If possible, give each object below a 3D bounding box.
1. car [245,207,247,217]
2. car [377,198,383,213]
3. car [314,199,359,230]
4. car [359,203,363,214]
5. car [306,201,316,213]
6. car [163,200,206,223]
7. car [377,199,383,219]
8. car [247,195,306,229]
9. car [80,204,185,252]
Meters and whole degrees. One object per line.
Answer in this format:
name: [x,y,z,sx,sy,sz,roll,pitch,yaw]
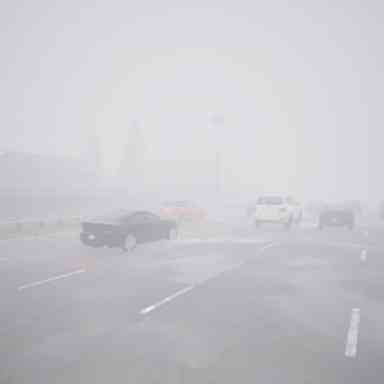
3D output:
car: [6.300,1.530,30.365,1.812,1.442,4.674,0,0,28]
car: [22.080,1.495,37.462,2.128,1.511,4.902,0,0,28]
car: [9.398,1.480,21.385,1.882,1.535,5.008,0,0,28]
car: [17.002,1.508,35.434,1.837,1.490,4.892,0,0,28]
car: [13.871,1.605,36.998,1.895,1.301,4.718,0,0,28]
car: [-0.683,1.356,24.820,2.097,1.767,4.553,0,0,28]
car: [17.287,1.567,28.607,1.994,1.385,4.181,0,0,28]
car: [5.762,1.222,22.020,2.150,2.045,5.566,0,0,28]
car: [-2.451,1.480,14.200,1.882,1.535,5.008,0,0,28]
